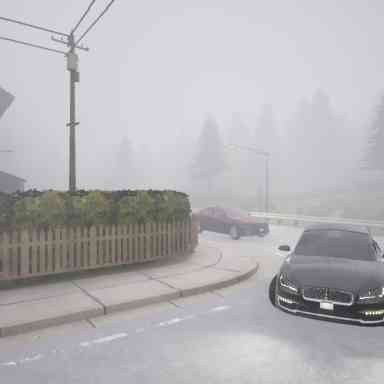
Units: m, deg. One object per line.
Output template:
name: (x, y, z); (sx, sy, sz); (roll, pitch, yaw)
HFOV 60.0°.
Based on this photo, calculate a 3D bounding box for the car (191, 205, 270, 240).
car: (1.861, 1.478, 17.434); (1.882, 1.535, 5.008); (0, 0, -33)

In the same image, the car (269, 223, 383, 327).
car: (3.159, 1.505, 7.298); (1.837, 1.490, 4.892); (0, 0, 27)
